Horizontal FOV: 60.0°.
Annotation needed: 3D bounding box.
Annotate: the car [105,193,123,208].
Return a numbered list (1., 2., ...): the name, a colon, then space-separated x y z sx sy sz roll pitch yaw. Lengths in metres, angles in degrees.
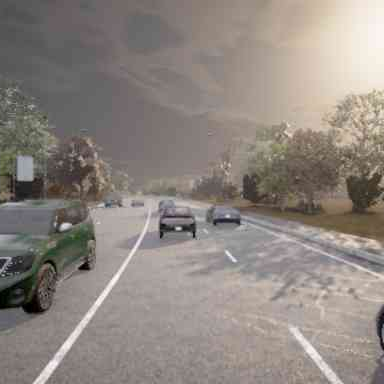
1. car: -11.546 1.227 49.679 2.150 2.045 5.566 0 0 -7

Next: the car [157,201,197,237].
1. car: -0.823 1.489 17.876 2.128 1.511 4.902 0 0 -5

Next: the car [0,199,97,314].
1. car: -3.854 1.227 7.929 2.150 2.045 5.566 0 0 -3

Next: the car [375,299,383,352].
1. car: 3.486 1.517 2.688 1.812 1.442 4.674 0 0 -1

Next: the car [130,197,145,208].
1. car: -7.961 1.526 49.174 1.812 1.442 4.674 0 0 -7

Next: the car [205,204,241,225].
1. car: 2.156 1.555 23.762 1.994 1.385 4.181 0 0 -6
